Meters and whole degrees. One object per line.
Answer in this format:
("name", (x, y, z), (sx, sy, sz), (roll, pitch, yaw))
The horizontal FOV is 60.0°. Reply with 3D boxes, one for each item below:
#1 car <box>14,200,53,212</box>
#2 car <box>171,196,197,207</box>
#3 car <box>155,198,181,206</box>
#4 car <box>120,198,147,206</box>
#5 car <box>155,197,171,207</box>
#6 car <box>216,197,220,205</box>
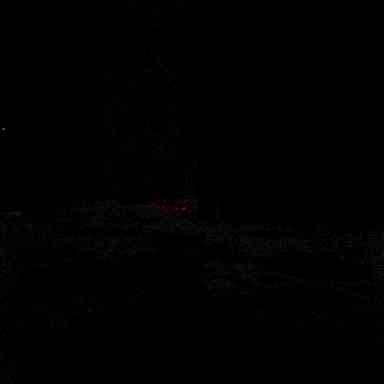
("car", (-18.168, 1.580, 38.386), (1.994, 1.385, 4.181), (0, 0, 36))
("car", (-0.537, 1.411, 51.492), (2.097, 1.767, 4.553), (0, 0, 36))
("car", (-4.187, 1.651, 57.673), (1.895, 1.301, 4.718), (0, 0, 36))
("car", (-9.765, 1.637, 55.558), (1.895, 1.301, 4.718), (0, 0, 36))
("car", (-3.484, 1.577, 52.968), (1.812, 1.442, 4.674), (0, 0, 36))
("car", (5.147, 1.637, 59.477), (1.994, 1.385, 4.181), (0, 0, 36))
